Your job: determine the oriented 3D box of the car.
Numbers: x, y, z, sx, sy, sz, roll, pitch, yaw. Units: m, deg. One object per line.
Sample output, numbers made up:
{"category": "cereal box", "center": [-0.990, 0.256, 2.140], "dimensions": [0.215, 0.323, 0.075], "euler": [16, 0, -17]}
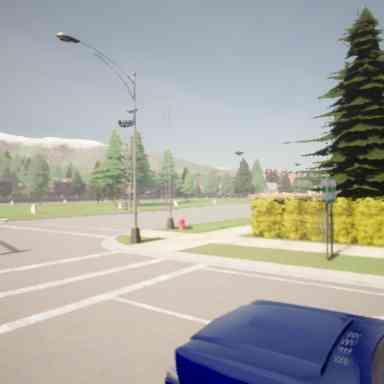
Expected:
{"category": "car", "center": [2.081, 1.597, 2.507], "dimensions": [4.718, 1.301, 1.895], "euler": [-1, 0, 35]}
